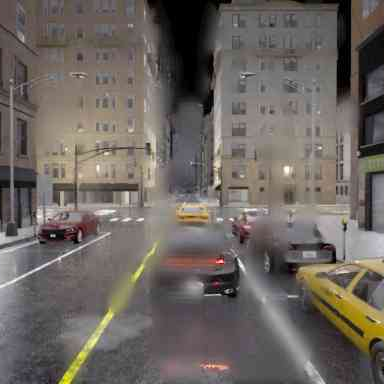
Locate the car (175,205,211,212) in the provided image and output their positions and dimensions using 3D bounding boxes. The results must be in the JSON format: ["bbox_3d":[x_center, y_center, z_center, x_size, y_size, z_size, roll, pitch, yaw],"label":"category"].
[{"bbox_3d":[0.053,1.471,18.973,1.882,1.535,5.008,0,0,1],"label":"car"}]

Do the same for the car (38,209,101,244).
[{"bbox_3d":[-5.662,1.539,15.792,1.887,1.381,4.507,-1,0,0],"label":"car"}]

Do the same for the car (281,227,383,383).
[{"bbox_3d":[2.868,1.524,4.782,1.752,1.417,4.829,-1,0,0],"label":"car"}]

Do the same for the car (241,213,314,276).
[{"bbox_3d":[2.876,1.563,10.198,1.947,1.339,4.313,-1,0,0],"label":"car"}]

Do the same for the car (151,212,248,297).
[{"bbox_3d":[0.073,1.502,8.546,1.837,1.490,4.892,0,0,0],"label":"car"}]

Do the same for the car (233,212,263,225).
[{"bbox_3d":[2.883,1.577,15.784,1.802,1.307,4.206,-1,0,0],"label":"car"}]
